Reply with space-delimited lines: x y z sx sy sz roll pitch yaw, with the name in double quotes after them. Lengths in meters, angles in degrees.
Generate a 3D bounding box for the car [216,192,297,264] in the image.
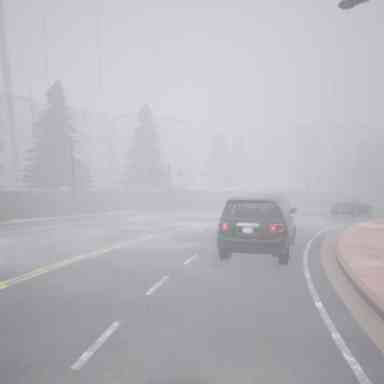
2.468 1.150 11.950 2.150 2.045 5.566 0 1 19 "car"

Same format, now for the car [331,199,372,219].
13.486 1.364 28.017 4.902 1.511 2.128 0 0 -42 "car"

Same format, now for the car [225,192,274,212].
6.255 0.997 35.869 5.566 2.045 2.150 0 0 -41 "car"

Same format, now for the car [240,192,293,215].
7.284 1.030 32.116 5.566 2.045 2.150 0 0 -43 "car"
